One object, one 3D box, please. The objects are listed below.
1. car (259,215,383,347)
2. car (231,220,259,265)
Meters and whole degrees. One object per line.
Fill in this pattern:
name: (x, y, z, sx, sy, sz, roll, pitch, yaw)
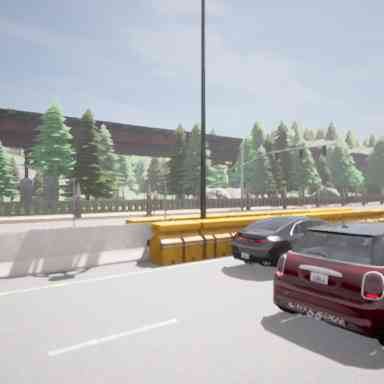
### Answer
car: (3.688, 1.347, 6.378, 4.553, 1.767, 2.097, 0, 0, -36)
car: (3.414, 1.497, 10.479, 4.892, 1.490, 1.837, 0, 0, -36)
